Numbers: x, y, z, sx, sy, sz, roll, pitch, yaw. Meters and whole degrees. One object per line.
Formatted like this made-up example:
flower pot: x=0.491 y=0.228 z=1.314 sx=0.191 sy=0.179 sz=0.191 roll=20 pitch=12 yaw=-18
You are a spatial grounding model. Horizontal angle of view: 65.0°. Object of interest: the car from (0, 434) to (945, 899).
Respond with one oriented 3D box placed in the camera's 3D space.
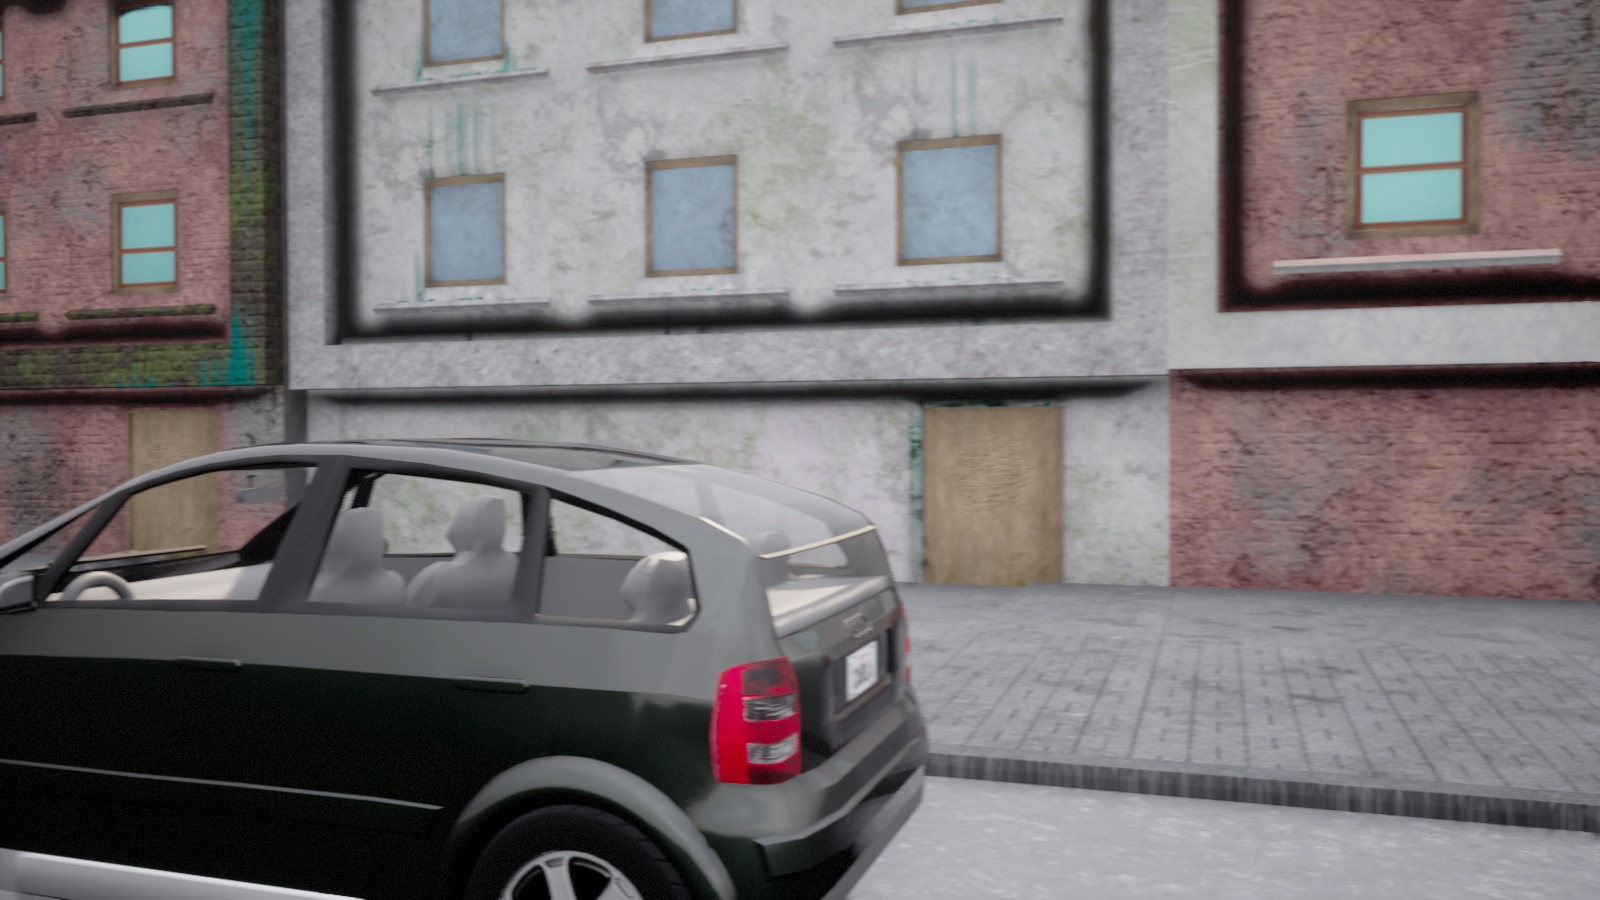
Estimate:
car: x=-1.527 y=0.732 z=4.233 sx=3.705 sy=1.549 sz=1.789 roll=1 pitch=1 yaw=19
